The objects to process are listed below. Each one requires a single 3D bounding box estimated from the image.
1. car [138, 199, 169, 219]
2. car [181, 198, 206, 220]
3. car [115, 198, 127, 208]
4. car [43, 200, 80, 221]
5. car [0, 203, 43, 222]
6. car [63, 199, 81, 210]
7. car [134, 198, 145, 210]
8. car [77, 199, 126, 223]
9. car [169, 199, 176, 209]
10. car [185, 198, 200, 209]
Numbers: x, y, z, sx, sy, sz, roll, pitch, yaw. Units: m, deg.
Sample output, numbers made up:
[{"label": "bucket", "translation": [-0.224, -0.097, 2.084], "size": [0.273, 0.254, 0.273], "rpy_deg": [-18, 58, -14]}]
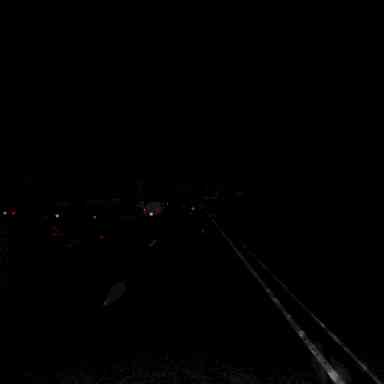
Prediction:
[{"label": "car", "translation": [-3.404, 1.625, 30.131], "size": [1.812, 1.442, 4.674], "rpy_deg": [0, 0, 0]}, {"label": "car", "translation": [0.095, 1.449, 29.685], "size": [2.097, 1.767, 4.553], "rpy_deg": [0, 0, 0]}, {"label": "car", "translation": [-10.406, 1.629, 46.315], "size": [1.882, 1.535, 5.008], "rpy_deg": [0, 0, 0]}, {"label": "car", "translation": [-10.406, 1.598, 28.122], "size": [1.837, 1.490, 4.892], "rpy_deg": [0, 0, 0]}, {"label": "car", "translation": [-13.903, 1.637, 27.360], "size": [2.033, 1.411, 5.357], "rpy_deg": [0, 0, 0]}, {"label": "car", "translation": [-16.401, 1.713, 45.581], "size": [1.994, 1.385, 4.181], "rpy_deg": [0, 0, -15]}, {"label": "car", "translation": [-6.907, 1.657, 46.823], "size": [1.837, 1.490, 4.892], "rpy_deg": [0, -1, 0]}, {"label": "car", "translation": [-6.904, 1.579, 26.066], "size": [2.128, 1.511, 4.902], "rpy_deg": [0, 0, 0]}, {"label": "car", "translation": [-3.407, 1.706, 48.519], "size": [2.033, 1.411, 5.357], "rpy_deg": [0, 0, 0]}, {"label": "car", "translation": [0.094, 1.650, 48.809], "size": [2.128, 1.511, 4.902], "rpy_deg": [0, 0, 0]}]
